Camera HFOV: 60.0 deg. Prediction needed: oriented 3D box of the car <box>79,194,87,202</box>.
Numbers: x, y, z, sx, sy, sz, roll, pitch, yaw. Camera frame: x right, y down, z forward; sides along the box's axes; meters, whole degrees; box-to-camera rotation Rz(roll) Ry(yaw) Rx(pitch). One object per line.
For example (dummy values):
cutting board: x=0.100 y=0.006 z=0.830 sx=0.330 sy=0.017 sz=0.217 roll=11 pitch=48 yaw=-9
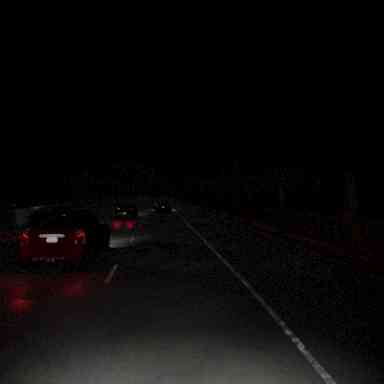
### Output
car: x=-25.220 y=1.974 z=80.711 sx=1.882 sy=1.535 sz=5.008 roll=0 pitch=0 yaw=-6

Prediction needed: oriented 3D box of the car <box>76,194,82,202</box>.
car: x=-29.639 y=1.593 z=89.726 sx=2.150 sy=2.045 sz=5.566 roll=0 pitch=0 yaw=-6

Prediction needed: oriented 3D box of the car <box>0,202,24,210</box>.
car: x=-16.583 y=1.791 z=28.471 sx=1.895 sy=1.301 sz=4.718 roll=0 pitch=0 yaw=-6

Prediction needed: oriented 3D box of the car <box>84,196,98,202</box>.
car: x=-20.575 y=2.027 z=69.420 sx=1.895 sy=1.301 sz=4.718 roll=0 pitch=0 yaw=-6

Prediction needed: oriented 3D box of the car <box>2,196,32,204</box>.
car: x=-21.251 y=1.485 z=40.077 sx=2.150 sy=2.045 sz=5.566 roll=0 pitch=0 yaw=-6

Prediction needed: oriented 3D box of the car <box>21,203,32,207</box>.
car: x=-8.598 y=1.612 z=20.852 sx=1.882 sy=1.535 sz=5.008 roll=0 pitch=0 yaw=-6

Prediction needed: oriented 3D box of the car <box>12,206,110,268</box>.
car: x=-4.251 y=1.427 z=11.791 sx=2.097 sy=1.767 sz=4.553 roll=0 pitch=0 yaw=-5

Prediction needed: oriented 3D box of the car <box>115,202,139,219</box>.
car: x=-6.144 y=1.683 z=31.586 sx=2.128 sy=1.511 sz=4.902 roll=0 pitch=0 yaw=-6

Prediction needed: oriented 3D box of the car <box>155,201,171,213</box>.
car: x=-3.629 y=1.809 z=41.639 sx=1.994 sy=1.385 sz=4.181 roll=0 pitch=0 yaw=-6
